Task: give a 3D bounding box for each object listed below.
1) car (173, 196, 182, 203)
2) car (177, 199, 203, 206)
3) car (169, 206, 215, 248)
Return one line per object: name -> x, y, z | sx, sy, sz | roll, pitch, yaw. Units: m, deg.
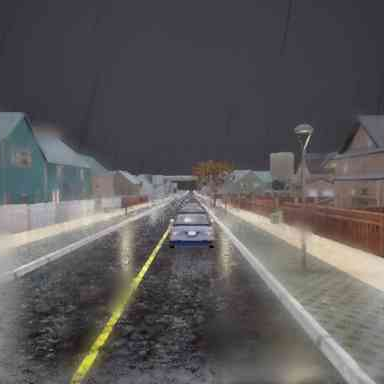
car -> -2.749, 1.594, 66.712 | 2.033, 1.411, 5.357 | 0, 0, 0
car -> 0.001, 1.563, 29.664 | 1.994, 1.385, 4.181 | 0, 0, 0
car -> 0.001, 1.556, 14.657 | 2.033, 1.411, 5.357 | 0, 0, 0
